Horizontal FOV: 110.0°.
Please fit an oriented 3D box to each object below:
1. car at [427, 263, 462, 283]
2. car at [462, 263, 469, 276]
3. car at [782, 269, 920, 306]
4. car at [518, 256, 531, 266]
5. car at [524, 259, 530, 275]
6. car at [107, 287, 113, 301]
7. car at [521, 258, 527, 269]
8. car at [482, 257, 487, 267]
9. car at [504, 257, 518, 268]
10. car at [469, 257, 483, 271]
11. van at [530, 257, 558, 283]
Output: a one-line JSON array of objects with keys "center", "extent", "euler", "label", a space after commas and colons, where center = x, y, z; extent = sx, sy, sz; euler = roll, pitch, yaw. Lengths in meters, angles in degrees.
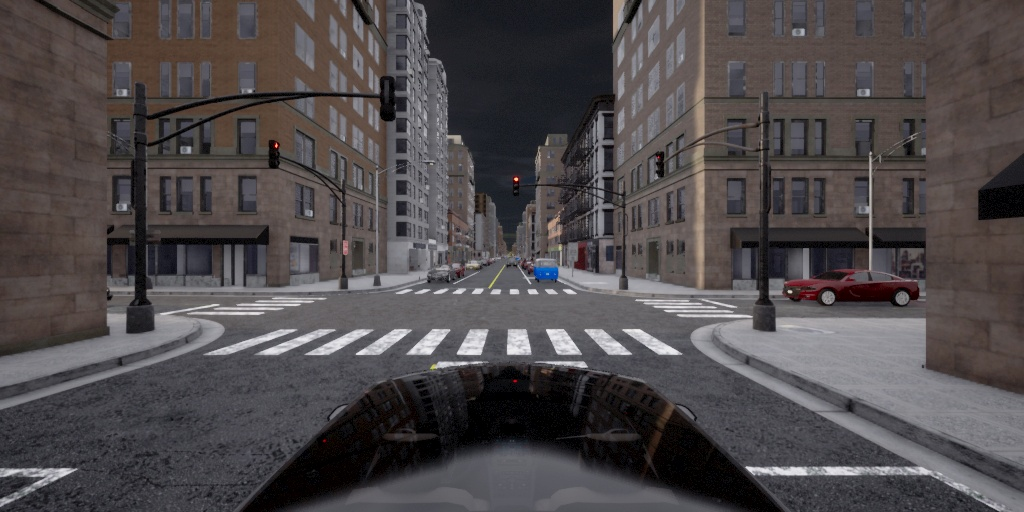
[{"center": [-5.436, 1.297, 27.946], "extent": [2.007, 1.370, 4.403], "euler": [0, 0, 0], "label": "car"}, {"center": [-5.446, 1.291, 33.627], "extent": [1.888, 1.381, 4.507], "euler": [0, 0, 0], "label": "car"}, {"center": [14.790, 1.325, 15.833], "extent": [5.008, 1.535, 1.882], "euler": [0, 0, 1], "label": "car"}, {"center": [2.537, 1.051, 56.376], "extent": [2.192, 1.841, 5.009], "euler": [0, 0, 0], "label": "car"}, {"center": [2.568, 1.328, 39.331], "extent": [1.802, 1.307, 4.207], "euler": [0, 0, 0], "label": "car"}, {"center": [-17.751, 1.197, 12.776], "extent": [5.357, 1.411, 2.033], "euler": [0, 0, 0], "label": "car"}, {"center": [2.547, 1.323, 50.695], "extent": [1.802, 1.307, 4.207], "euler": [0, 0, 0], "label": "car"}, {"center": [-5.488, 1.302, 56.356], "extent": [1.948, 1.339, 4.313], "euler": [0, 0, 0], "label": "car"}, {"center": [-0.012, 1.333, 61.580], "extent": [1.895, 1.301, 4.718], "euler": [0, 0, 0], "label": "car"}, {"center": [-5.478, 1.266, 50.504], "extent": [1.751, 1.417, 4.829], "euler": [0, 0, 0], "label": "car"}, {"center": [2.589, 1.088, 27.969], "extent": [1.690, 1.789, 3.998], "euler": [0, 0, 0], "label": "van"}]
